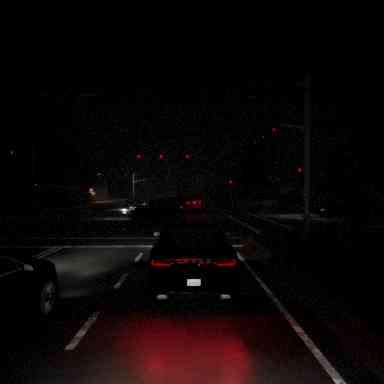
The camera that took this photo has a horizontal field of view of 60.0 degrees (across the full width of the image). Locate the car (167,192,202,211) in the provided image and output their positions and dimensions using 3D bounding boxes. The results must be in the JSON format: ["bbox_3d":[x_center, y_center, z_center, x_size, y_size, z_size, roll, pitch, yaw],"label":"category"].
[{"bbox_3d":[-0.936,1.222,37.274,2.150,2.045,5.566,-2,1,-28],"label":"car"}]

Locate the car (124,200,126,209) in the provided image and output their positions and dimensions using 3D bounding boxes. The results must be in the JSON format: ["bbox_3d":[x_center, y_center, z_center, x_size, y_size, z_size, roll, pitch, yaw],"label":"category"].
[{"bbox_3d":[-8.285,1.526,46.500,1.812,1.442,4.674,0,0,-1],"label":"car"}]

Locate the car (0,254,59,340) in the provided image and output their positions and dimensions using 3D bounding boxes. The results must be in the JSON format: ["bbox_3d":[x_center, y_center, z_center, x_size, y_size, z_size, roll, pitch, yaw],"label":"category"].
[{"bbox_3d":[-3.468,1.492,4.469,2.128,1.511,4.902,0,0,0],"label":"car"}]

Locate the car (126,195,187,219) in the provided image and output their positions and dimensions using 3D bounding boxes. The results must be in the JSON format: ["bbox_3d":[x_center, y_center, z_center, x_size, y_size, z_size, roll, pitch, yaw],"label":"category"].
[{"bbox_3d":[-2.939,1.352,28.234,4.553,1.767,2.097,0,0,-4],"label":"car"}]

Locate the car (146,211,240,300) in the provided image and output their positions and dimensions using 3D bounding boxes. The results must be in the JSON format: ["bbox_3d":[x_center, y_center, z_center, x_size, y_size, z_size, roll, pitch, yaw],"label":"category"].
[{"bbox_3d":[0.000,1.478,8.461,1.882,1.535,5.008,0,0,-1],"label":"car"}]

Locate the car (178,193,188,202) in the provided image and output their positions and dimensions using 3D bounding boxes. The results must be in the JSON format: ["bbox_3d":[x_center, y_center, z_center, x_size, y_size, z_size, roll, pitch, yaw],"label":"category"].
[{"bbox_3d":[-1.933,1.219,74.774,2.150,2.045,5.566,0,0,-1],"label":"car"}]

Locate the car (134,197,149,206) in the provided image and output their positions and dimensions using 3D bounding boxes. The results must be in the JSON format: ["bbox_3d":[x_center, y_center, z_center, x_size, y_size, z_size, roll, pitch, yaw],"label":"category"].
[{"bbox_3d":[-8.540,1.601,56.381,1.895,1.301,4.718,0,0,-1],"label":"car"}]

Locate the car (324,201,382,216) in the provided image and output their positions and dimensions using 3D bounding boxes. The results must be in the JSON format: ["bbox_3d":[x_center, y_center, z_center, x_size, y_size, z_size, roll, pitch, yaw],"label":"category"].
[{"bbox_3d":[15.681,1.601,32.573,4.718,1.301,1.895,0,0,-2],"label":"car"}]

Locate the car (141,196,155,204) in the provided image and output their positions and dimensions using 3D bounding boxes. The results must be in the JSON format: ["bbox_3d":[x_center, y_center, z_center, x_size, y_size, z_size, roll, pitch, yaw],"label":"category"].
[{"bbox_3d":[-8.752,1.491,66.807,2.128,1.511,4.902,0,0,-1],"label":"car"}]

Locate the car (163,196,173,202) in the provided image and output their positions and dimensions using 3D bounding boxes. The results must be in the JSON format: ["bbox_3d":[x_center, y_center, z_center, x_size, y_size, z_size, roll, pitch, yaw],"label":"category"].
[{"bbox_3d":[-5.430,1.533,74.624,2.033,1.411,5.357,0,0,-1],"label":"car"}]

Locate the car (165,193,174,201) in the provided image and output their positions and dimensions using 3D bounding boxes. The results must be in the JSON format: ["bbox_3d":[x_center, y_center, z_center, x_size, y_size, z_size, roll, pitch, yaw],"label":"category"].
[{"bbox_3d":[-5.705,1.270,85.229,2.097,1.767,4.553,0,0,-1],"label":"car"}]

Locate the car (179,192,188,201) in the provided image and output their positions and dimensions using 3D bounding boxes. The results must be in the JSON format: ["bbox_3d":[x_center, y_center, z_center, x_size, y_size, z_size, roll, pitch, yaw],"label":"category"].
[{"bbox_3d":[-2.208,1.139,85.378,2.150,2.045,5.566,0,0,-1],"label":"car"}]

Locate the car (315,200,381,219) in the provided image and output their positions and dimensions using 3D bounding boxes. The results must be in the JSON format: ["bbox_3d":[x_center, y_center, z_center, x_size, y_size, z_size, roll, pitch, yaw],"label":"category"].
[{"bbox_3d":[13.339,1.477,29.004,5.008,1.535,1.882,0,0,-2],"label":"car"}]
